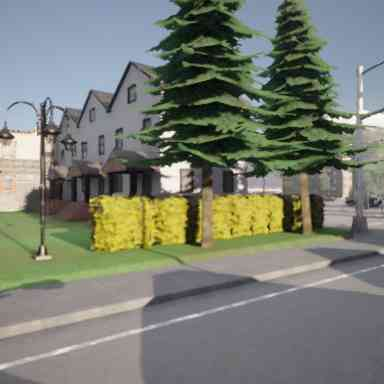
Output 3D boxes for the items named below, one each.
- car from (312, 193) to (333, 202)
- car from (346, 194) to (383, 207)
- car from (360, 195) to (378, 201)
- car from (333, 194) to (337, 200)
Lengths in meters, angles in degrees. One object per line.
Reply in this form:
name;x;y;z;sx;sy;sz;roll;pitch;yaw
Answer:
car;27.189;1.180;70.738;1.905;1.878;3.866;0;0;-36
car;24.455;1.175;47.316;1.932;1.855;4.605;0;0;-36
car;44.446;1.512;83.546;1.845;1.501;3.633;0;0;-36
car;29.303;1.205;72.774;1.932;1.855;4.605;0;0;-36
